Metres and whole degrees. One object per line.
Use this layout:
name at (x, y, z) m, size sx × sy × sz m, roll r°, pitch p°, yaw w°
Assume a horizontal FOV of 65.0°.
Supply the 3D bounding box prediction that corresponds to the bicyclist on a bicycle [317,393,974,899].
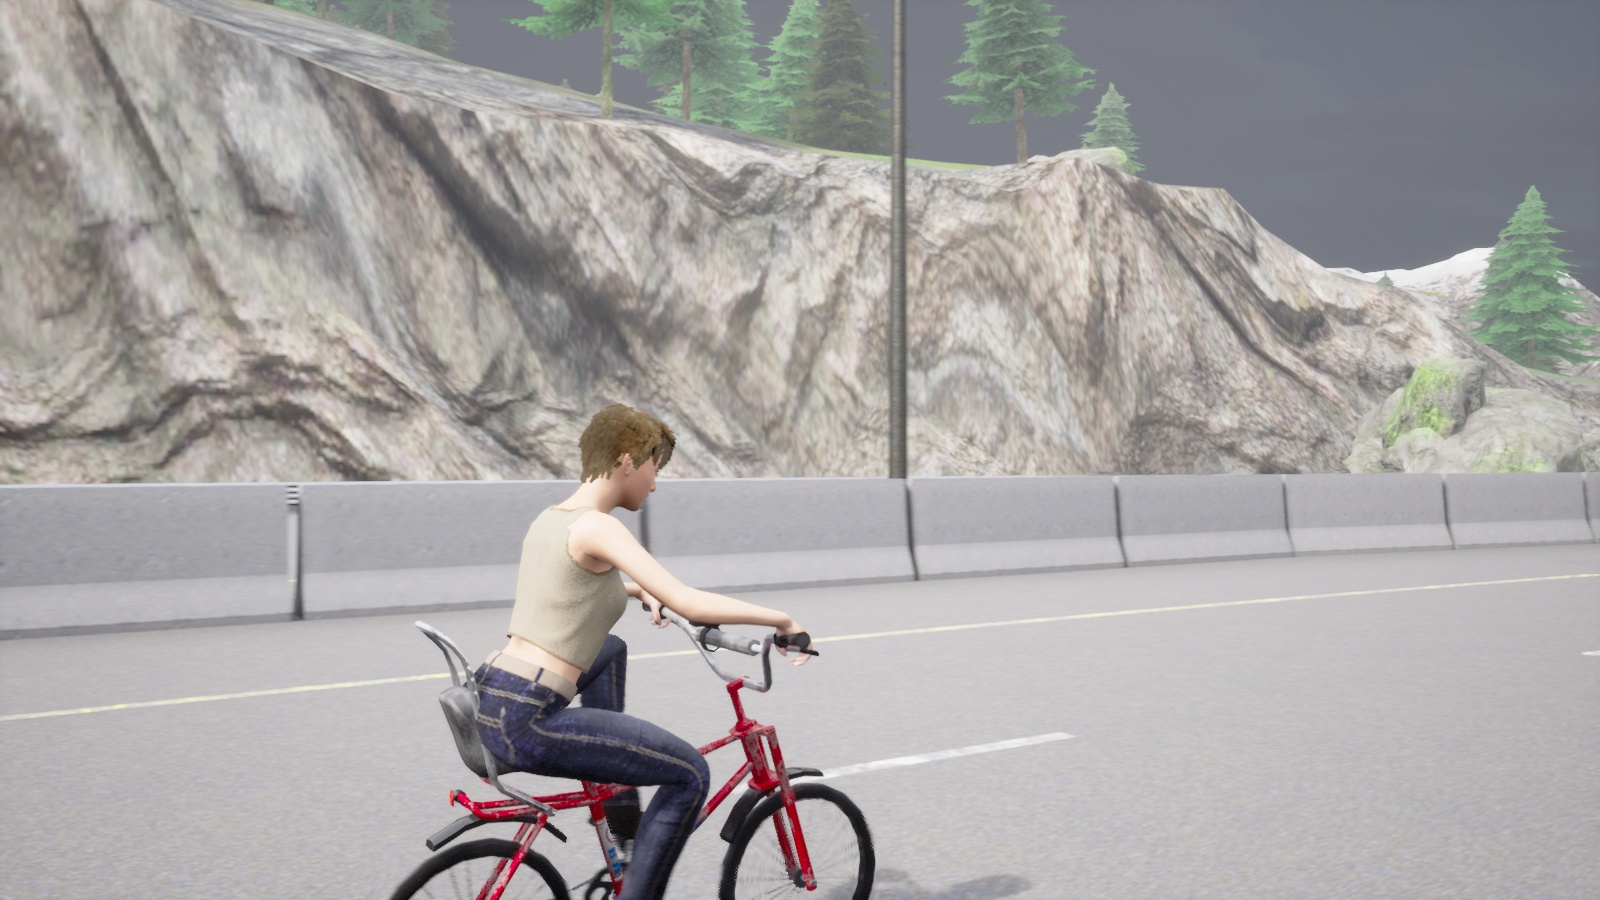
bicyclist on a bicycle at (-0.397, 0.689, 3.350) m, size 1.509 × 1.612 × 0.866 m, roll 0°, pitch 0°, yaw -34°
